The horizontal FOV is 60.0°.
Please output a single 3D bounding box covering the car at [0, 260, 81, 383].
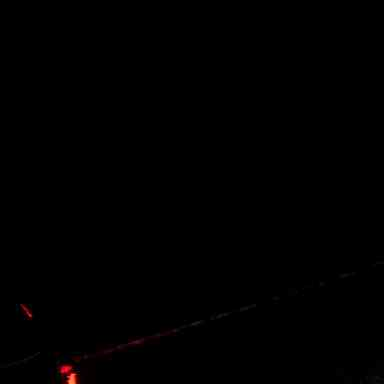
[{"bbox_3d":[-2.969,1.361,1.739,4.553,1.767,2.097,0,0,-36],"label":"car"}]
